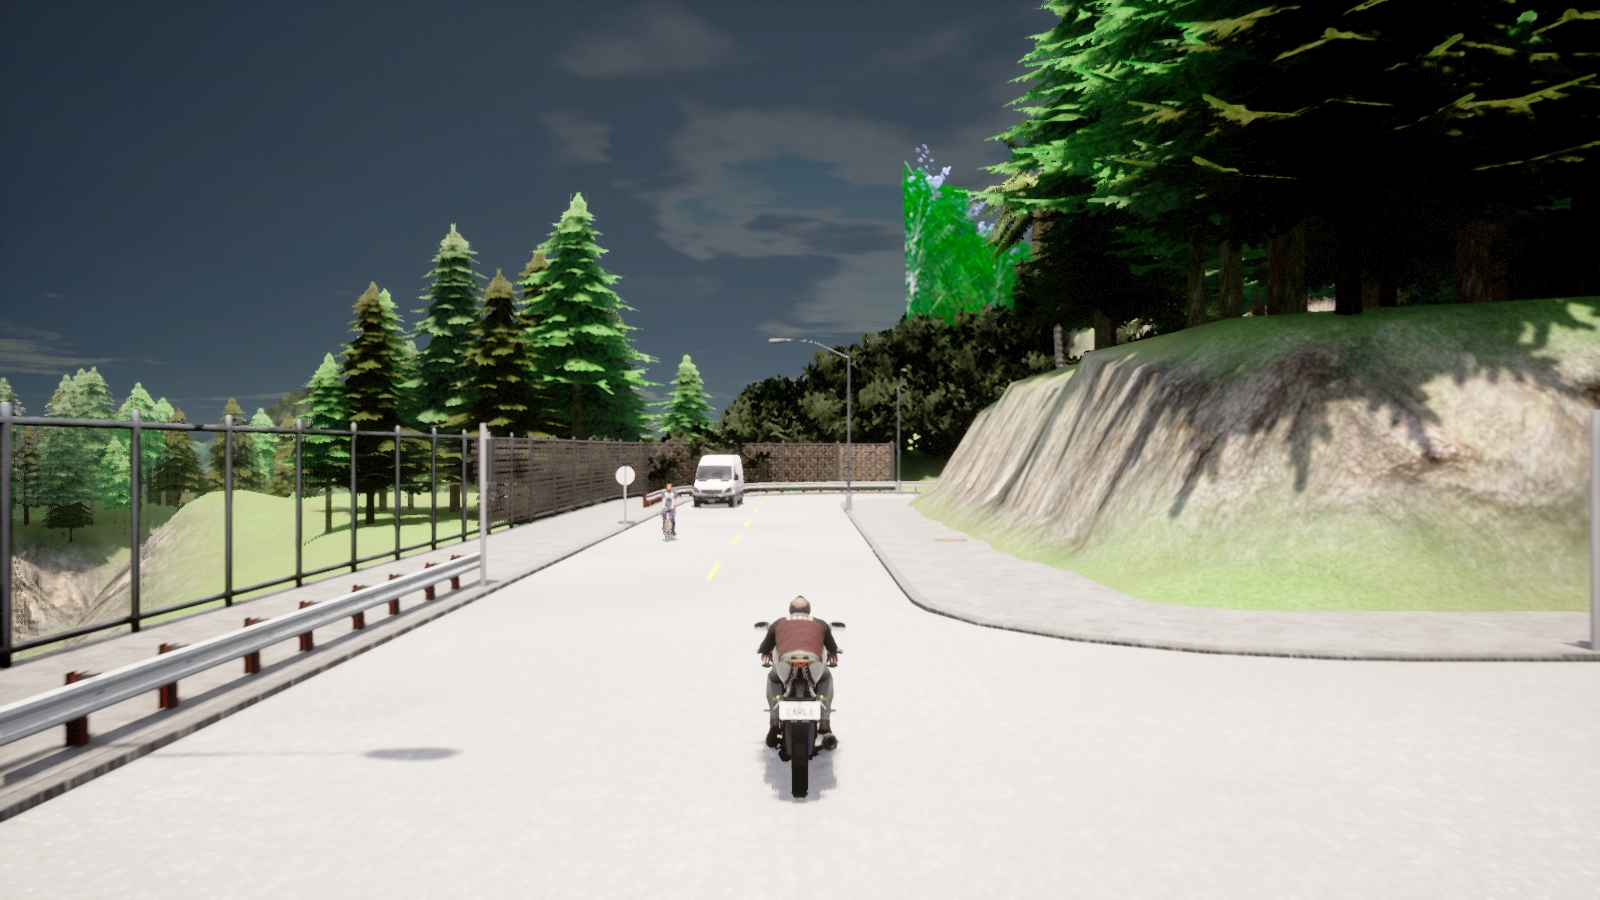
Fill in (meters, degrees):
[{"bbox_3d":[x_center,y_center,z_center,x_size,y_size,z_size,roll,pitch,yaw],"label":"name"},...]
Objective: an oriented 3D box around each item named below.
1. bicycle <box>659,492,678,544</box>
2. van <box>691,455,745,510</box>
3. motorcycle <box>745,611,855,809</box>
[{"bbox_3d":[-3.993,2.053,34.815,0.373,1.496,1.643,0,0,0],"label":"bicycle"},{"bbox_3d":[-4.011,1.529,56.522,1.988,2.561,5.915,0,0,3],"label":"van"},{"bbox_3d":[-0.001,2.204,10.117,0.867,1.251,2.209,0,0,0],"label":"motorcycle"}]
